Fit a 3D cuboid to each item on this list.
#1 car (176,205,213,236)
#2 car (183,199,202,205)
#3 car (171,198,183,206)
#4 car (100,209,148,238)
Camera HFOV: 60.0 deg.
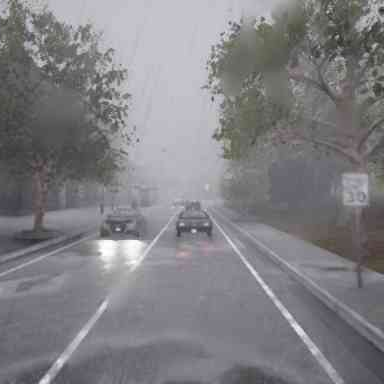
[{"bbox_3d":[0.108,1.662,18.849,1.895,1.301,4.718,0,0,0],"label":"car"},{"bbox_3d":[0.142,1.640,41.906,1.837,1.490,4.892,0,0,0],"label":"car"},{"bbox_3d":[-2.482,1.735,59.727,1.812,1.442,4.674,-1,0,7],"label":"car"},{"bbox_3d":[-3.591,1.623,18.088,1.994,1.385,4.181,0,0,0],"label":"car"}]
